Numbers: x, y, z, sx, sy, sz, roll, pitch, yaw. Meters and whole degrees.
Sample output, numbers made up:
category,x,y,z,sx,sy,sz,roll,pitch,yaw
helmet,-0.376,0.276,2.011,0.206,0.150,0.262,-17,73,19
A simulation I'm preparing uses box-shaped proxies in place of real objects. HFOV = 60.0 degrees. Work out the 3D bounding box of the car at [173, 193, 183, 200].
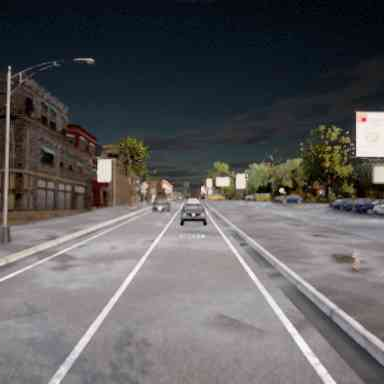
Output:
category,x,y,z,sx,sy,sz,roll,pitch,yaw
car,-3.255,1.195,78.293,2.150,2.045,5.566,0,0,0

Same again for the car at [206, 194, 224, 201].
category,x,y,z,sx,sy,sz,roll,pitch,yaw
car,6.291,1.539,91.221,4.553,1.767,2.185,0,-1,0

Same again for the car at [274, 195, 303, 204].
category,x,y,z,sx,sy,sz,roll,pitch,yaw
car,18.761,1.336,63.788,4.553,1.767,2.185,0,0,0

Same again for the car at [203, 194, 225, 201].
category,x,y,z,sx,sy,sz,roll,pitch,yaw
car,6.098,1.611,88.300,5.366,1.575,1.946,0,-1,0

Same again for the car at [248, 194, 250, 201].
category,x,y,z,sx,sy,sz,roll,pitch,yaw
car,18.719,1.652,90.546,5.366,1.575,1.946,0,-1,0

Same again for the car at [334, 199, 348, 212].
category,x,y,z,sx,sy,sz,roll,pitch,yaw
car,18.703,1.463,36.176,4.892,1.521,2.231,0,0,0

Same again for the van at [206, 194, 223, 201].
category,x,y,z,sx,sy,sz,roll,pitch,yaw
van,6.352,1.503,94.261,4.442,1.987,1.878,0,-1,0

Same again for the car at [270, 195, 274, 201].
category,x,y,z,sx,sy,sz,roll,pitch,yaw
car,18.691,1.504,66.958,4.674,1.452,2.002,0,0,0

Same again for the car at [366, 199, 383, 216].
category,x,y,z,sx,sy,sz,roll,pitch,yaw
car,18.701,1.502,29.754,4.674,1.452,2.002,0,0,0

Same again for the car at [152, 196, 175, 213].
category,x,y,z,sx,sy,sz,roll,pitch,yaw
car,-3.340,1.503,37.173,2.128,1.511,4.902,0,0,0

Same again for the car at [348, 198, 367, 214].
category,x,y,z,sx,sy,sz,roll,pitch,yaw
car,18.711,1.462,32.902,5.008,1.535,2.097,0,0,0

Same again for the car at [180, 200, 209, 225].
category,x,y,z,sx,sy,sz,roll,pitch,yaw
car,0.102,1.554,24.346,2.033,1.411,5.357,0,0,0

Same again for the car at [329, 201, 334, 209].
category,x,y,z,sx,sy,sz,roll,pitch,yaw
car,18.708,1.502,39.452,4.674,1.452,2.002,0,0,0

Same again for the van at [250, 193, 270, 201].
category,x,y,z,sx,sy,sz,roll,pitch,yaw
van,18.439,1.381,87.754,4.442,1.987,1.878,0,-1,0
